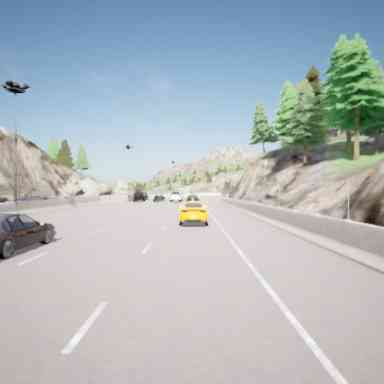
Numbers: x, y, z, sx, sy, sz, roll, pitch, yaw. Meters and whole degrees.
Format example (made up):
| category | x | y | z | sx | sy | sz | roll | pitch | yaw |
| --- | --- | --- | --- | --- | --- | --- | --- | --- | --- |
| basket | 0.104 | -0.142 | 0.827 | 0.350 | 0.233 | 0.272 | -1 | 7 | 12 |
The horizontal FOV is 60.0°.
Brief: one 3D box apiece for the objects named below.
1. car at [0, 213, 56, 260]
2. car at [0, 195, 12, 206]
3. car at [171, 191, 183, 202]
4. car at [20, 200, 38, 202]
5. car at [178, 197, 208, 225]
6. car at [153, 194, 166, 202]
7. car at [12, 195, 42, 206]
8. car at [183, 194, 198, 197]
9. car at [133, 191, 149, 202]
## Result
| category | x | y | z | sx | sy | sz | roll | pitch | yaw |
| --- | --- | --- | --- | --- | --- | --- | --- | --- | --- |
| car | -6.881 | 1.489 | 12.180 | 2.033 | 1.411 | 5.357 | 0 | 0 | 0 |
| car | -28.032 | 1.267 | 47.385 | 2.128 | 1.511 | 4.902 | 0 | 0 | 1 |
| car | -2.927 | 0.909 | 66.089 | 2.150 | 2.045 | 5.566 | 0 | 0 | 5 |
| car | -21.052 | 1.279 | 44.868 | 2.128 | 1.511 | 4.902 | 0 | 0 | 1 |
| car | 0.102 | 1.367 | 23.261 | 1.882 | 1.535 | 5.008 | 0 | 0 | 0 |
| car | -6.359 | 1.181 | 65.624 | 2.128 | 1.511 | 4.902 | 0 | 0 | 5 |
| car | -24.519 | 1.261 | 49.672 | 2.128 | 1.511 | 4.902 | 0 | 0 | 1 |
| car | 0.114 | 1.110 | 51.218 | 2.097 | 1.767 | 4.553 | 0 | 0 | 0 |
| car | -9.981 | 0.912 | 65.368 | 2.150 | 2.045 | 5.566 | 0 | 0 | 4 |
